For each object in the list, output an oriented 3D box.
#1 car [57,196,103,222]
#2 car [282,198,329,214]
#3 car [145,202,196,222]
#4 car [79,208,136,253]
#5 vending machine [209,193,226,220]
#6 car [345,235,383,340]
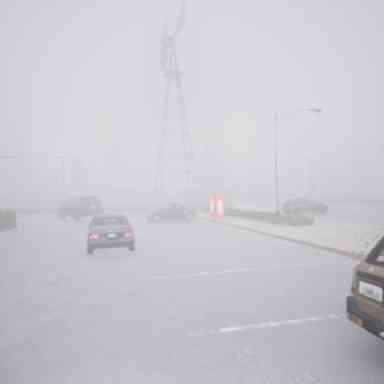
[{"bbox_3d":[-9.621,1.409,28.482,2.150,2.045,5.566,-1,0,-41],"label":"car"},{"bbox_3d":[10.391,1.272,30.520,4.193,1.474,1.816,-1,0,-15],"label":"car"},{"bbox_3d":[-1.699,1.544,25.970,3.905,1.438,1.784,-1,0,-15],"label":"car"},{"bbox_3d":[-3.499,1.614,14.267,2.033,1.411,5.357,-1,0,-15],"label":"car"},{"bbox_3d":[2.072,1.138,26.778,1.100,2.100,0.880,-1,0,-15],"label":"vending machine"},{"bbox_3d":[4.407,1.215,4.337,4.605,1.855,1.932,-1,0,-15],"label":"car"}]
